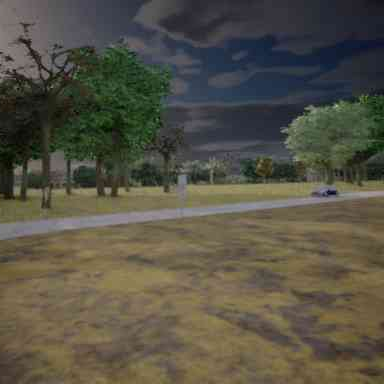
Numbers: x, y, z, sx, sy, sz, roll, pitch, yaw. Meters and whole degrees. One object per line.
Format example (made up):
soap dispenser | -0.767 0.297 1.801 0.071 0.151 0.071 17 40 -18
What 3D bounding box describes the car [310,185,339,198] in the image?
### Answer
car | 17.986 -0.188 45.185 4.553 1.767 2.097 -3 2 -39
